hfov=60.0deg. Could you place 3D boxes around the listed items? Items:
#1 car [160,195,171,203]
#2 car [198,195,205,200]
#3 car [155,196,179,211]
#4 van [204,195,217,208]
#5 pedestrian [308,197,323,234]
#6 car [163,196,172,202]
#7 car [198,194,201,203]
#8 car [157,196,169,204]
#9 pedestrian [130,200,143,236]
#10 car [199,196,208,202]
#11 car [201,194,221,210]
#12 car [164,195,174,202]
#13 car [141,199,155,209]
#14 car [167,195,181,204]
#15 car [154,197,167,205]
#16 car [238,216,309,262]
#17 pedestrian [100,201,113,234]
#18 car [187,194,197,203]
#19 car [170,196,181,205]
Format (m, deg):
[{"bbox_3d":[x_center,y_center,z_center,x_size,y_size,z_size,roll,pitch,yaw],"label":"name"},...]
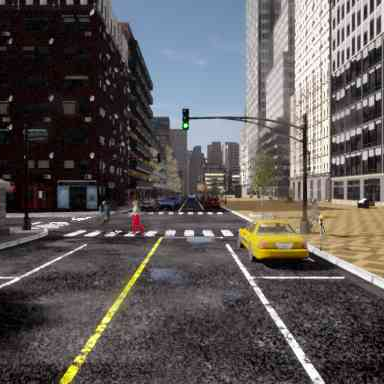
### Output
[{"bbox_3d":[-5.706,1.503,71.823,1.967,1.590,4.097,0,0,0],"label":"car"},{"bbox_3d":[2.672,1.633,94.101,1.752,1.417,4.829,0,0,0],"label":"car"},{"bbox_3d":[-3.104,1.566,41.892,2.033,1.411,5.357,0,0,0],"label":"car"},{"bbox_3d":[2.677,1.368,49.717,1.690,1.788,3.998,0,0,0],"label":"van"},{"bbox_3d":[6.093,1.144,16.459,0.375,1.860,0.375,0,0,0],"label":"pedestrian"},{"bbox_3d":[-5.706,1.655,77.350,1.802,1.307,4.206,0,0,0],"label":"car"},{"bbox_3d":[2.675,1.367,66.297,2.192,1.841,5.009,0,0,0],"label":"car"},{"bbox_3d":[-5.704,1.597,66.295,1.887,1.381,4.507,0,0,0],"label":"car"},{"bbox_3d":[-2.862,1.305,17.119,0.375,1.860,0.375,0,0,0],"label":"pedestrian"},{"bbox_3d":[2.674,1.618,77.351,1.887,1.381,4.507,0,0,0],"label":"car"},{"bbox_3d":[2.678,1.336,44.192,2.192,1.841,5.009,0,0,0],"label":"car"},{"bbox_3d":[-5.708,1.524,82.876,1.967,1.590,4.097,0,0,0],"label":"car"},{"bbox_3d":[-5.700,1.571,44.190,2.008,1.369,4.403,0,0,0],"label":"car"},{"bbox_3d":[-3.094,1.507,52.078,1.882,1.535,5.008,0,0,0],"label":"car"},{"bbox_3d":[-5.703,1.594,60.769,2.008,1.369,4.403,0,0,0],"label":"car"},{"bbox_3d":[2.684,1.526,11.948,1.752,1.417,4.829,0,0,0],"label":"car"},{"bbox_3d":[-4.558,1.311,17.657,0.375,1.860,0.375,0,0,0],"label":"pedestrian"},{"bbox_3d":[-0.012,1.618,73.383,1.994,1.385,4.181,0,0,0],"label":"car"},{"bbox_3d":[-3.067,1.551,63.157,1.837,1.490,4.892,0,0,0],"label":"car"}]
